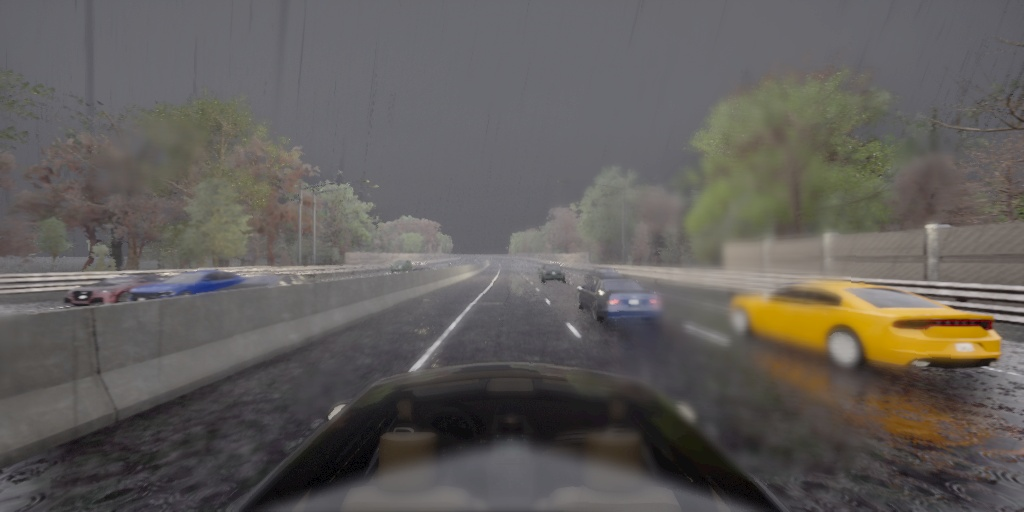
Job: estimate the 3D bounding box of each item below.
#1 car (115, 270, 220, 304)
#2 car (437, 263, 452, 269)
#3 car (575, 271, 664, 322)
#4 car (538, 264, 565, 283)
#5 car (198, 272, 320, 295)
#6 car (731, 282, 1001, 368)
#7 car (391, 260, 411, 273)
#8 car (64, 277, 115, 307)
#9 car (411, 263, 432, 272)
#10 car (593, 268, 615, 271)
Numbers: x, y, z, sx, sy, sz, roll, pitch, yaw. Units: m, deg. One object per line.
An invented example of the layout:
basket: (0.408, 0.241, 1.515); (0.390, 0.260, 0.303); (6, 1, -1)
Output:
car: (-14.092, 1.426, 16.161); (1.882, 1.535, 5.008); (0, -1, 0)
car: (-10.739, 1.960, 57.383); (1.837, 1.490, 4.892); (0, 0, 0)
car: (3.605, 1.450, 12.966); (2.033, 1.411, 5.357); (0, -1, 0)
car: (3.606, 1.524, 33.077); (2.097, 1.767, 4.553); (0, -1, 0)
car: (-10.593, 1.494, 16.070); (2.033, 1.411, 5.357); (0, -1, 0)
car: (7.099, 1.313, 8.092); (1.882, 1.535, 5.008); (0, -1, 0)
car: (-17.733, 1.682, 57.923); (2.150, 2.045, 5.566); (0, 0, 0)
car: (-17.592, 1.520, 16.704); (1.994, 1.385, 4.181); (0, -1, 0)
car: (-14.233, 2.058, 57.424); (1.895, 1.301, 4.718); (0, 0, 0)
car: (7.112, 1.649, 27.858); (2.033, 1.411, 5.357); (0, -1, 0)
